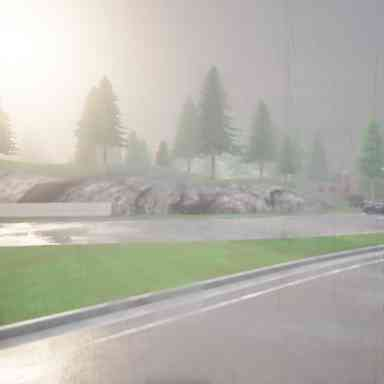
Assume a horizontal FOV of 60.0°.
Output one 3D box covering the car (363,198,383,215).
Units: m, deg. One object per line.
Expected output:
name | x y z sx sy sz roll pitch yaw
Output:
car | 19.014 1.322 32.626 4.553 1.767 2.097 0 0 -26
